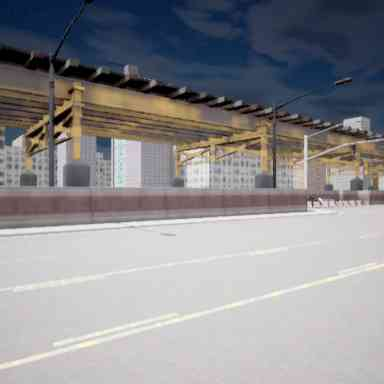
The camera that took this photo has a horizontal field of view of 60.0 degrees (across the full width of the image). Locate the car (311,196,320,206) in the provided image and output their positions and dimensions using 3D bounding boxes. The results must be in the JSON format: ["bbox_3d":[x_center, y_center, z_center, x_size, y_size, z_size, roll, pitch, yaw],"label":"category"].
[{"bbox_3d":[17.074,1.410,48.531,2.038,1.542,4.974,0,0,18],"label":"car"}]

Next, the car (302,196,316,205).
[{"bbox_3d":[17.090,1.253,48.580,1.853,1.218,4.536,0,0,18],"label":"car"}]

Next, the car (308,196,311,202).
[{"bbox_3d":[13.329,1.410,45.846,4.974,1.542,2.038,0,0,8],"label":"car"}]

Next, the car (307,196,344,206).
[{"bbox_3d":[20.985,1.411,52.290,4.974,1.542,2.038,0,0,-7],"label":"car"}]

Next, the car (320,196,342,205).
[{"bbox_3d":[20.933,1.254,52.283,4.536,1.218,1.853,0,0,-7],"label":"car"}]
